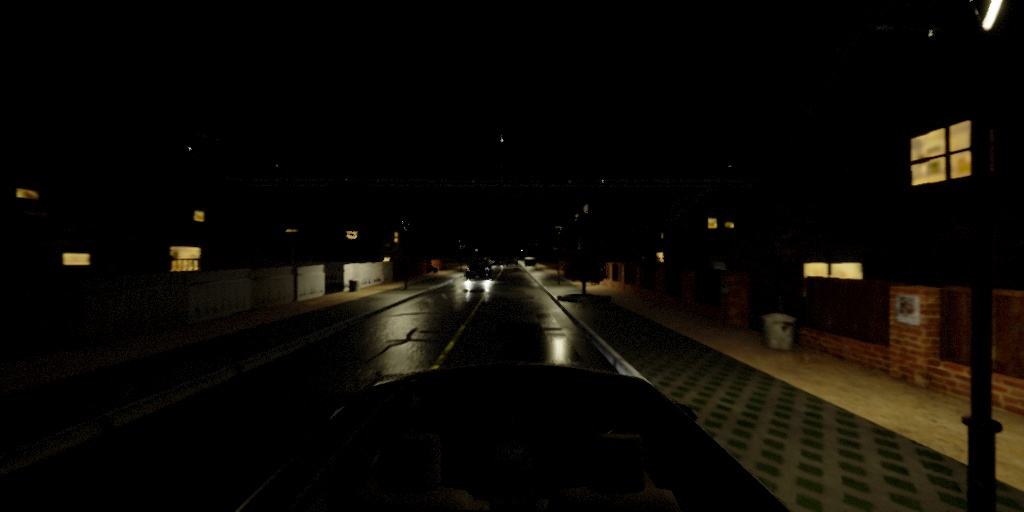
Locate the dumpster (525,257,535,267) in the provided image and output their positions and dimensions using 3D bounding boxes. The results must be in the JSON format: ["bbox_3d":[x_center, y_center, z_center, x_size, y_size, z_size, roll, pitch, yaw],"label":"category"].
[{"bbox_3d":[2.998,1.137,61.121,1.020,1.700,1.940,0,0,0],"label":"dumpster"}]

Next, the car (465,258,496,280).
[{"bbox_3d":[-2.848,1.107,31.650,2.097,1.767,4.553,0,0,0],"label":"car"}]
